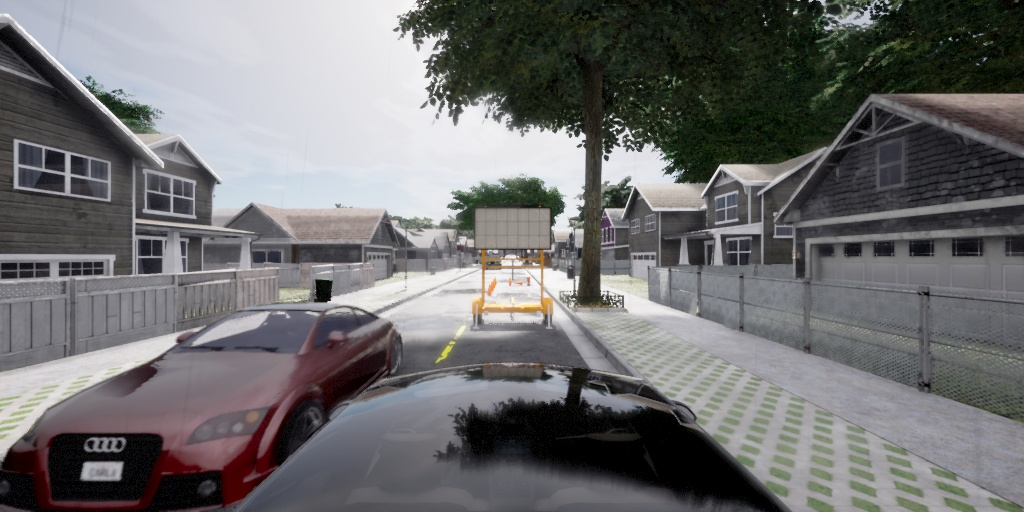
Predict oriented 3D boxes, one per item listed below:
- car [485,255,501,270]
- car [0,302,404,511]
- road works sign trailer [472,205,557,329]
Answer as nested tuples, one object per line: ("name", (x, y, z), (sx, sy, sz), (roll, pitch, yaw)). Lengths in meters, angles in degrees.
("car", (-2.655, 0.915, 50.723), (2.150, 2.045, 5.566), (0, 0, 0))
("car", (-2.848, 1.313, 4.491), (1.994, 1.385, 4.181), (0, 0, 0))
("road works sign trailer", (0.023, 0.212, 11.233), (2.380, 3.560, 2.880), (0, 0, 0))
